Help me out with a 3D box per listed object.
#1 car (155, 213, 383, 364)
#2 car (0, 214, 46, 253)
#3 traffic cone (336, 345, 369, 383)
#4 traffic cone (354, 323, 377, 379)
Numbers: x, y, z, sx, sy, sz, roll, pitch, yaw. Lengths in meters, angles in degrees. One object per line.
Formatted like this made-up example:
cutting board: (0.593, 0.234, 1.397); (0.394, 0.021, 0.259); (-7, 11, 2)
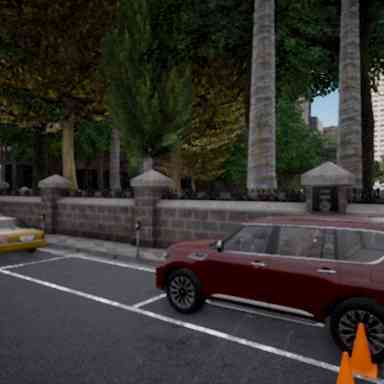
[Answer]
car: (1.668, 1.311, 5.895); (5.009, 1.841, 2.192); (0, 0, 36)
car: (-7.341, 1.489, 12.350); (4.829, 1.417, 1.752); (0, 0, 36)
traffic cone: (1.590, 1.954, 3.445); (0.340, 0.580, 0.340); (0, 0, 36)
traffic cone: (2.131, 1.939, 4.195); (0.340, 0.580, 0.340); (0, 6, 29)
